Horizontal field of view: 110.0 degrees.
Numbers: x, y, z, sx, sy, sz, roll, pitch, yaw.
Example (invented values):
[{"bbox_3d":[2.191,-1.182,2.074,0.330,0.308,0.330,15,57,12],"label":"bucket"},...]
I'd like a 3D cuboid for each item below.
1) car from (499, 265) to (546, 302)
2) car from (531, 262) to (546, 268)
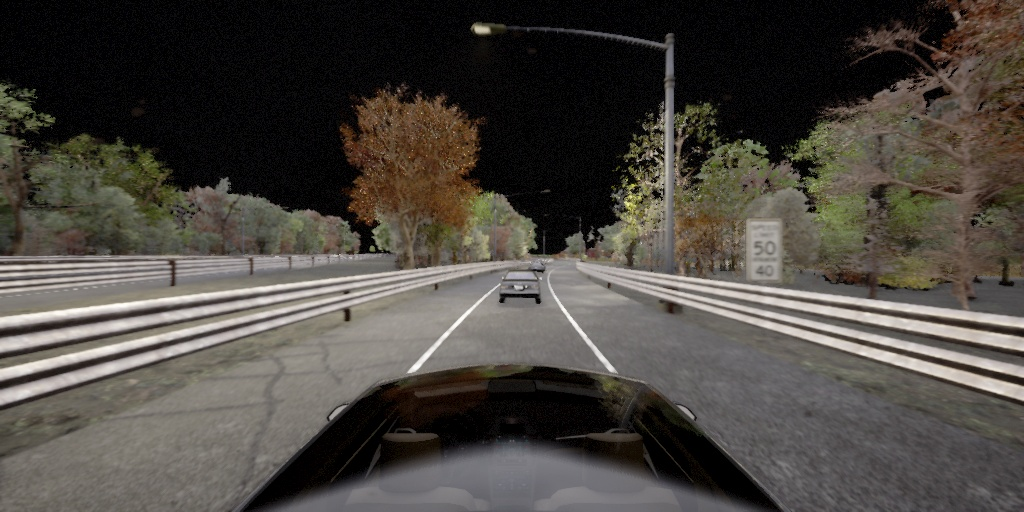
[{"bbox_3d":[0.445,1.336,17.133,2.033,1.411,5.357,0,0,3],"label":"car"},{"bbox_3d":[3.323,1.434,46.405,1.994,1.385,4.181,0,0,8],"label":"car"}]
